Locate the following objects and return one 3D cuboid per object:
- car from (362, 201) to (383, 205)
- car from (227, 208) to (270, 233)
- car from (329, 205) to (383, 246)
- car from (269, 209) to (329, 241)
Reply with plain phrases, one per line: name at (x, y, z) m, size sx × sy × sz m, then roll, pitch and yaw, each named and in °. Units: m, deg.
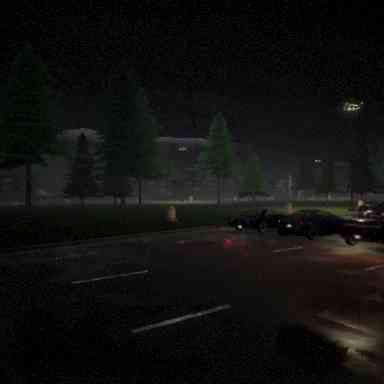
car at (16.218, 1.516, 28.753) m, size 4.892 × 1.490 × 1.837 m, roll 0°, pitch 0°, yaw -35°
car at (4.335, 1.616, 19.633) m, size 4.718 × 1.301 × 1.895 m, roll 0°, pitch 0°, yaw -40°
car at (8.269, 1.494, 14.066) m, size 4.902 × 1.511 × 2.128 m, roll 0°, pitch 0°, yaw -35°
car at (6.236, 1.572, 16.916) m, size 4.181 × 1.385 × 1.994 m, roll 0°, pitch 0°, yaw -35°
